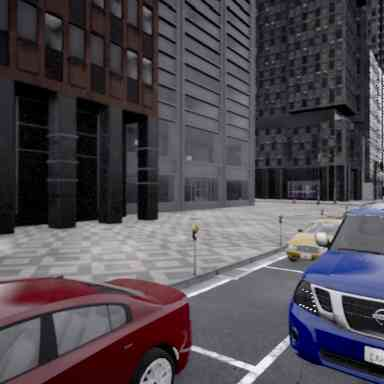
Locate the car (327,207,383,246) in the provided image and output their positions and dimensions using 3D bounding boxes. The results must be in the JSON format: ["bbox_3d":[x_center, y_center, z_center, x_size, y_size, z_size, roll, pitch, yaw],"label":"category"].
[{"bbox_3d":[8.130,1.547,16.056,1.887,1.381,4.507,0,0,37],"label":"car"}]

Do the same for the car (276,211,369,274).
[{"bbox_3d":[4.716,1.526,11.497,1.752,1.417,4.829,0,0,37],"label":"car"}]

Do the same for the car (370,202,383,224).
[{"bbox_3d":[14.755,1.551,24.900,1.887,1.381,4.507,0,0,37],"label":"car"}]

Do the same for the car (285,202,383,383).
[{"bbox_3d":[3.464,1.223,5.369,2.150,2.045,5.566,0,0,37],"label":"car"}]

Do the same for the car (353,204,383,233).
[{"bbox_3d":[11.442,1.549,20.478,1.887,1.381,4.507,0,0,37],"label":"car"}]

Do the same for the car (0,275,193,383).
[{"bbox_3d":[-1.807,1.543,2.788,1.887,1.381,4.507,0,0,37],"label":"car"}]
